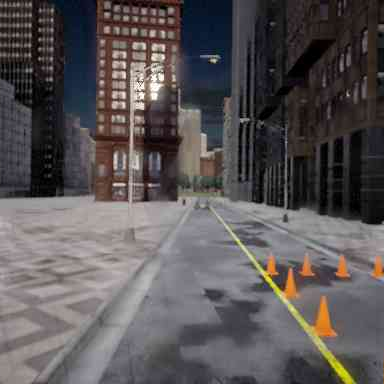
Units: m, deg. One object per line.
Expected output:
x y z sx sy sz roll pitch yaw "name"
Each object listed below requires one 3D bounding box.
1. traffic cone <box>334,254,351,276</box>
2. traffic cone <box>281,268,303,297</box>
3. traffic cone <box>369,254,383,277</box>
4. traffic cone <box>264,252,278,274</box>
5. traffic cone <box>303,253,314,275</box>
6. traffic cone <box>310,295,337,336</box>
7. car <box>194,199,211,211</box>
4.257 2.044 9.422 0.340 0.580 0.340 1 0 1 "traffic cone"
2.209 2.007 7.471 0.340 0.580 0.340 1 0 1 "traffic cone"
5.257 2.059 9.398 0.340 0.580 0.340 1 0 1 "traffic cone"
2.258 2.012 9.471 0.340 0.580 0.340 1 0 1 "traffic cone"
3.257 2.028 9.446 0.340 0.580 0.340 1 0 1 "traffic cone"
2.161 2.001 5.472 0.340 0.580 0.340 1 0 1 "traffic cone"
1.366 1.658 43.544 2.128 1.511 4.902 1 0 1 "car"
